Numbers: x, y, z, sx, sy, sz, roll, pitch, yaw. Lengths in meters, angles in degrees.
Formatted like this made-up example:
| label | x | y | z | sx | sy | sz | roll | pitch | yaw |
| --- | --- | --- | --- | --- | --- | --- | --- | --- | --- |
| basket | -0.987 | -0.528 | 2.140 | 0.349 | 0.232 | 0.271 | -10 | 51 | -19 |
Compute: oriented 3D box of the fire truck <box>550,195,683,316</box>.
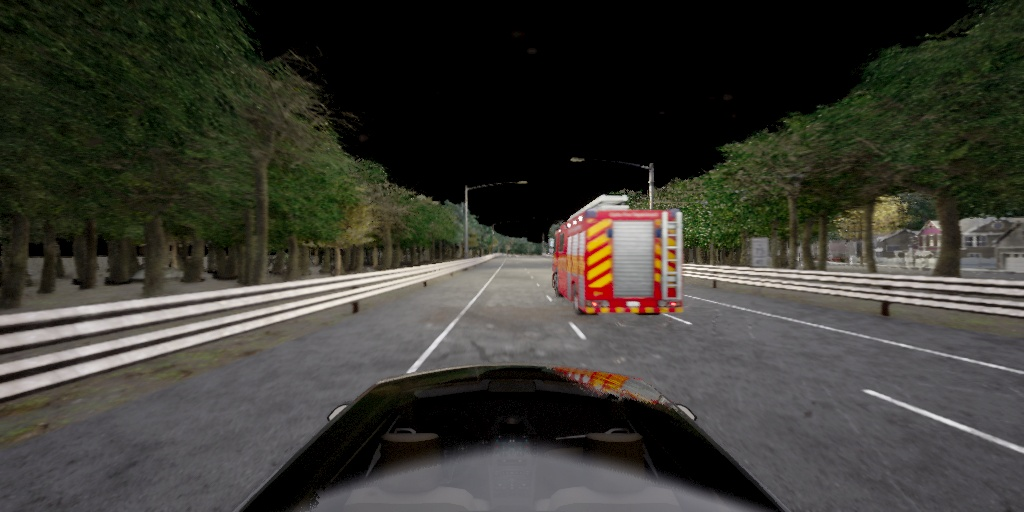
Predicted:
| label | x | y | z | sx | sy | sz | roll | pitch | yaw |
| --- | --- | --- | --- | --- | --- | --- | --- | --- | --- |
| fire truck | 3.521 | 0.105 | 14.414 | 2.891 | 3.827 | 8.468 | 0 | 0 | 0 |
